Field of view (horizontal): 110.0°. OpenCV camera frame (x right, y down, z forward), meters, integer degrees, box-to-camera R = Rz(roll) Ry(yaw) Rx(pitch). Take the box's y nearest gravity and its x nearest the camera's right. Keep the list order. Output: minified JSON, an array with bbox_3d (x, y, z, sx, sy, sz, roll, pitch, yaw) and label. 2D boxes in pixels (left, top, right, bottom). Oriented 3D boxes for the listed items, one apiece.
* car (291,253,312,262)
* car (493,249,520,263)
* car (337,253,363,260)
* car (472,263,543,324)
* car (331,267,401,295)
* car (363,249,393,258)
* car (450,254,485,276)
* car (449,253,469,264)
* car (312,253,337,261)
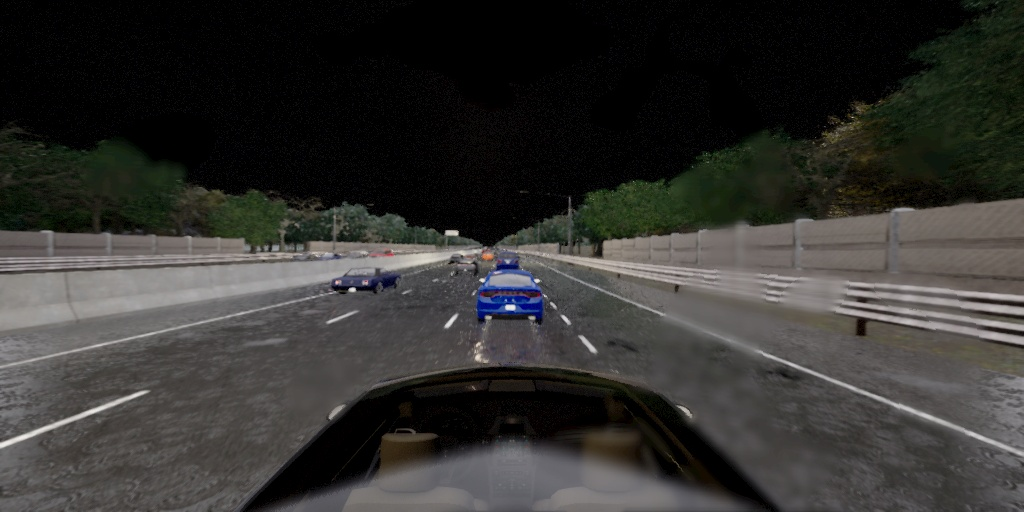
[{"bbox_3d":[-28.749,0.335,49.830,1.994,1.385,4.181,1,1,-1],"label":"car"},{"bbox_3d":[-0.420,0.600,35.146,2.150,2.045,5.566,1,1,-1],"label":"car"},{"bbox_3d":[-21.758,0.327,49.968,2.128,1.511,4.902,1,1,-1],"label":"car"},{"bbox_3d":[-0.073,1.190,11.933,1.882,1.535,5.008,1,0,-1],"label":"car"},{"bbox_3d":[-7.158,1.193,18.234,1.895,1.301,4.718,1,1,-1],"label":"car"},{"bbox_3d":[-18.255,0.090,49.989,2.150,2.045,5.566,1,1,-1],"label":"car"},{"bbox_3d":[-3.866,0.904,31.854,2.128,1.511,4.902,1,1,-1],"label":"car"},{"bbox_3d":[-7.723,0.455,50.979,1.837,1.490,4.892,1,1,-1],"label":"car"},{"bbox_3d":[-25.253,0.329,49.885,1.812,1.442,4.674,1,1,-1],"label":"car"}]
